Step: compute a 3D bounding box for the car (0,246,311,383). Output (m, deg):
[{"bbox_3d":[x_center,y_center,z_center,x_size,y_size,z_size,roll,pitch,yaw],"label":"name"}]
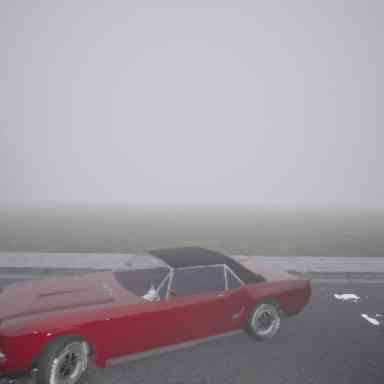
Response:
[{"bbox_3d":[-0.484,1.607,5.184,4.718,1.301,1.895,1,0,-29],"label":"car"}]
